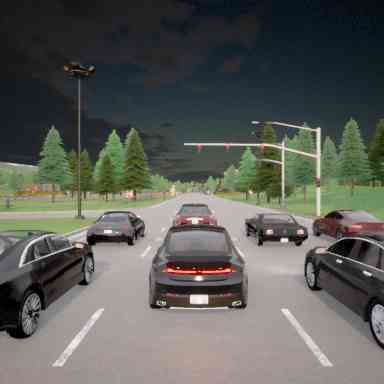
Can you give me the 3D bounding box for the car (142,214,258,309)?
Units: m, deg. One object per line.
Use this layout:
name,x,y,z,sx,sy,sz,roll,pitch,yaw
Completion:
car,0.118,1.505,7.851,1.837,1.490,4.892,0,0,0

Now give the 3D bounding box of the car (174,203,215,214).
car,0.135,1.352,16.988,2.097,1.767,4.553,0,0,0

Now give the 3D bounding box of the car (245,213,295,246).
car,3.632,1.601,15.251,1.895,1.301,4.718,0,0,0

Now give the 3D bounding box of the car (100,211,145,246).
car,-3.367,1.564,15.363,1.994,1.385,4.181,0,0,0

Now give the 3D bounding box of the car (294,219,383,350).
car,3.614,1.505,6.150,1.837,1.490,4.892,0,0,0

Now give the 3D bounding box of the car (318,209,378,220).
car,7.132,1.526,15.327,1.812,1.442,4.674,0,0,0

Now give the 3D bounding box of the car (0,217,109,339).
car,-3.385,1.492,6.558,2.128,1.511,4.902,0,0,0
